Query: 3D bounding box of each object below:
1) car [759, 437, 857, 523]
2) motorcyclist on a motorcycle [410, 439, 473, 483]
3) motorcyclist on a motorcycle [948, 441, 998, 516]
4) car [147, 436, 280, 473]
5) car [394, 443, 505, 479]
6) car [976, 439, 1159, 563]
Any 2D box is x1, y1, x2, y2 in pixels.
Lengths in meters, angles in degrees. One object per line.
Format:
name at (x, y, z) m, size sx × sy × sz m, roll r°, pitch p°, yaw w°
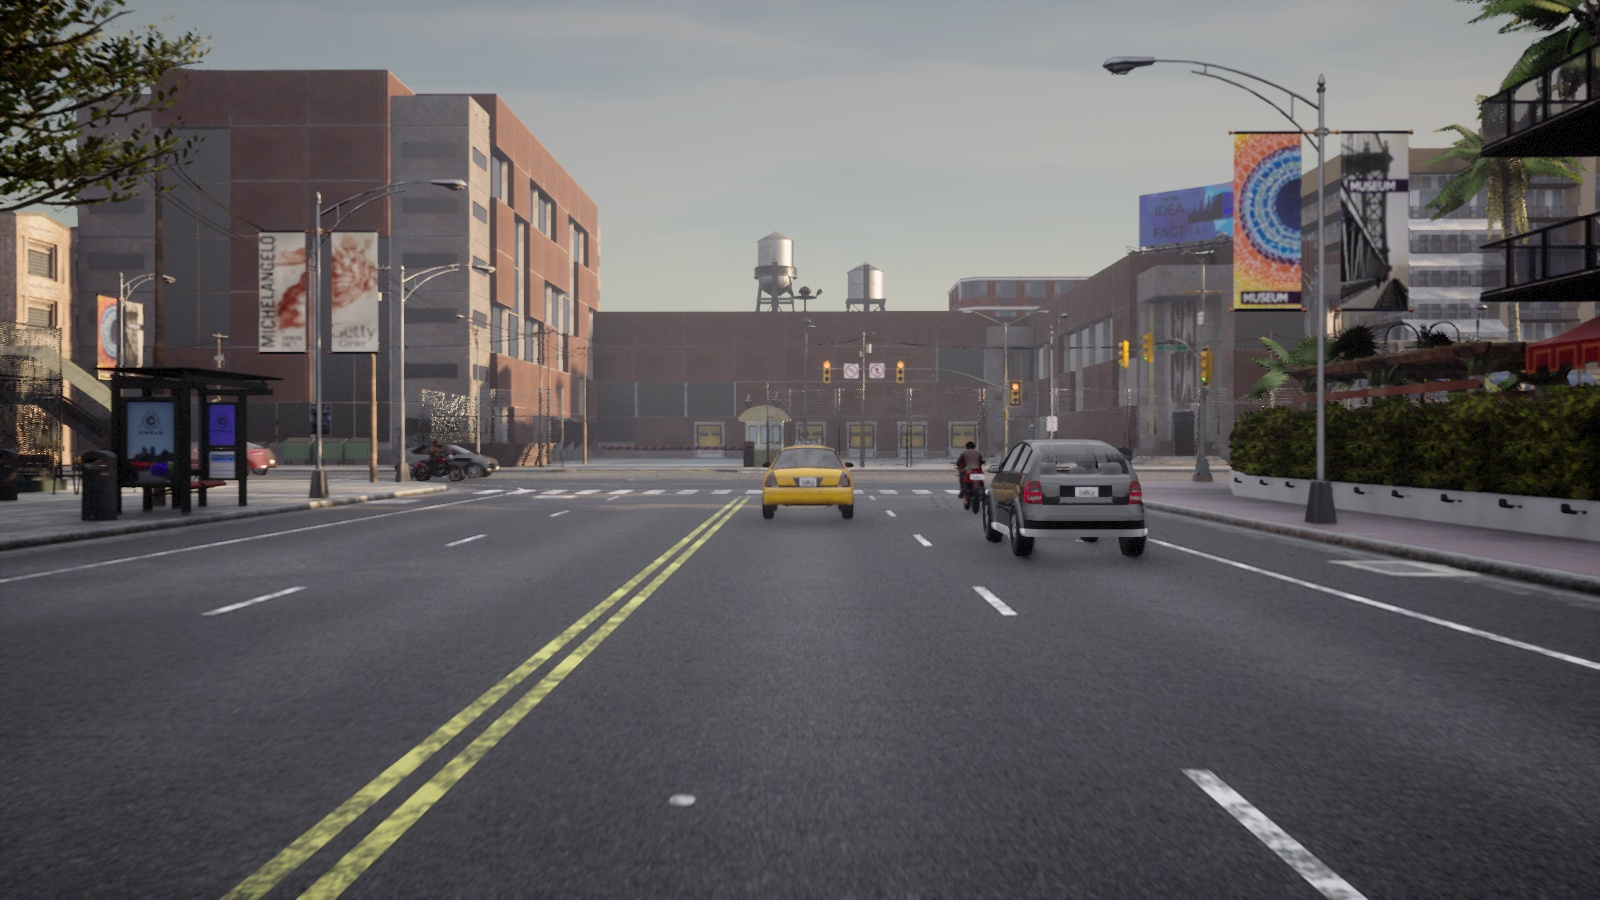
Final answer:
car at (0.161, 0.541, 25.698) m, size 1.801 × 1.575 × 5.366 m, roll 0°, pitch 0°, yaw 0°
motorcyclist on a motorcycle at (-13.799, 0.414, 48.301) m, size 2.350 × 1.649 × 0.766 m, roll 0°, pitch 1°, yaw 24°
motorcyclist on a motorcycle at (3.667, 0.580, 26.819) m, size 0.797 × 1.523 × 2.044 m, roll 0°, pitch 0°, yaw 0°
car at (-26.538, 0.183, 56.950) m, size 5.027 × 1.651 × 2.152 m, roll 0°, pitch 0°, yaw 1°
car at (-14.849, 0.448, 53.280) m, size 4.193 × 1.474 × 1.816 m, roll 0°, pitch 0°, yaw 1°
car at (3.615, 0.629, 17.614) m, size 1.789 × 1.549 × 3.705 m, roll 0°, pitch 0°, yaw 0°
